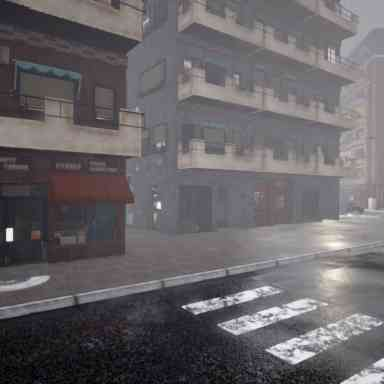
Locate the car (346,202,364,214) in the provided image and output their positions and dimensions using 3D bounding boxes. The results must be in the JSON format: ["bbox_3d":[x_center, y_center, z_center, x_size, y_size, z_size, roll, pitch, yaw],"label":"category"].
[{"bbox_3d":[18.028,1.789,38.298,1.895,1.301,4.718,0,0,5],"label":"car"}]
